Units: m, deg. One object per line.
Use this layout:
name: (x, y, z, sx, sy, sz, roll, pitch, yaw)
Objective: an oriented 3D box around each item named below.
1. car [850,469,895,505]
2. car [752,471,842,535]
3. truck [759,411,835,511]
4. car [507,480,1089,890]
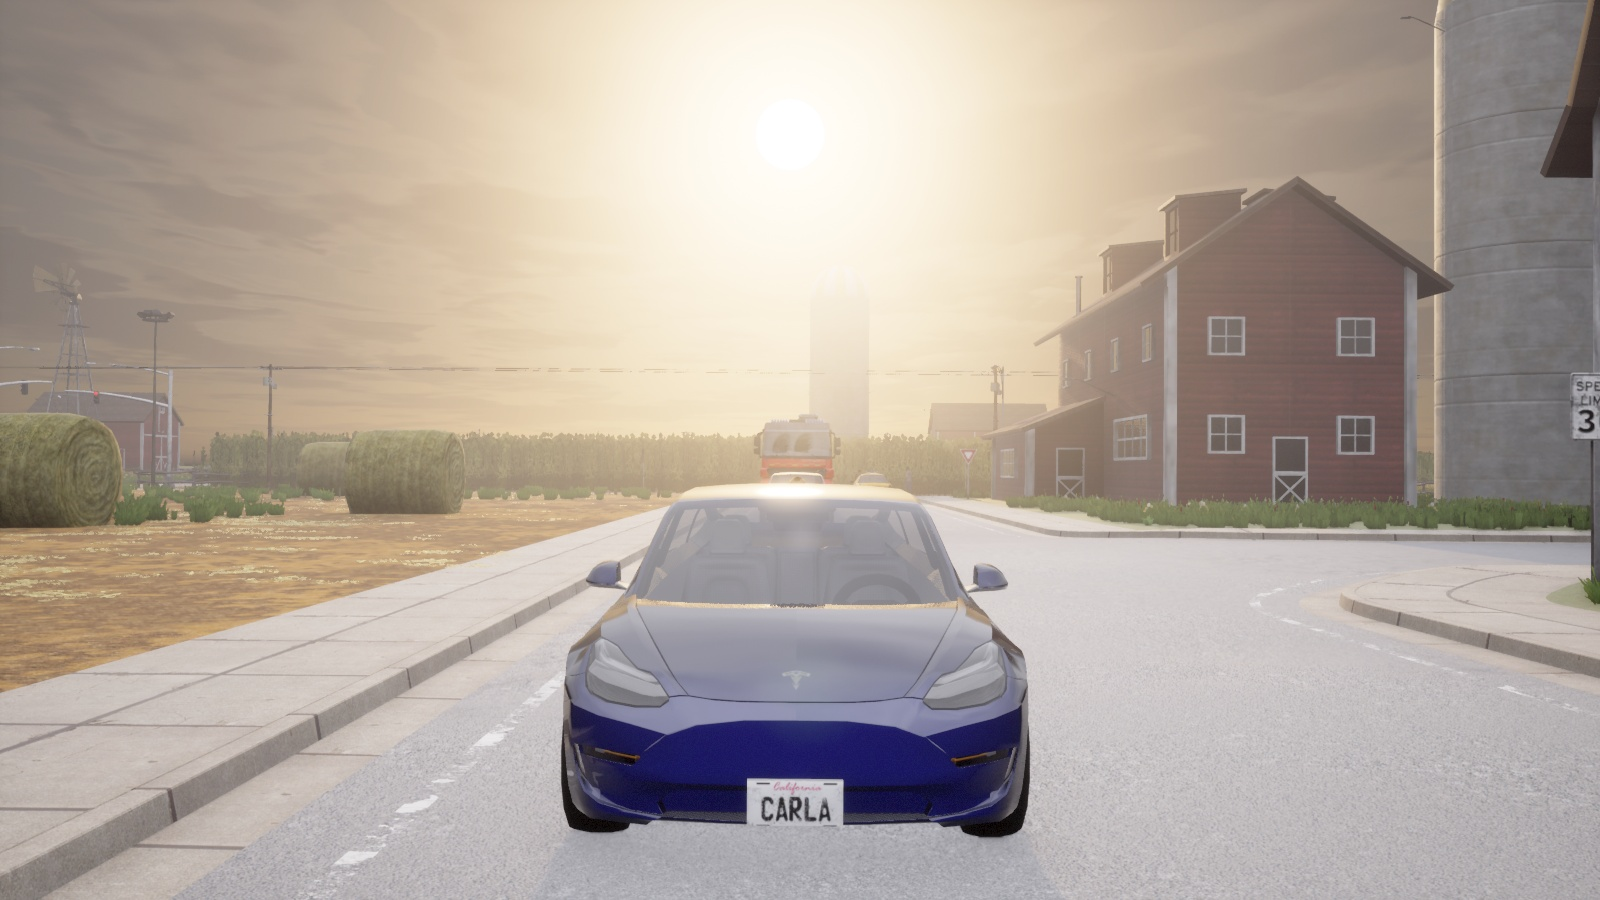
car: (3.367, 1.699, 58.910, 1.801, 1.575, 5.366, 0, -1, 0)
car: (-0.070, 1.286, 32.044, 2.128, 1.511, 4.902, 0, -1, 0)
truck: (-0.111, 0.483, 51.939, 2.891, 3.827, 8.468, 0, -1, 0)
car: (-0.010, 0.931, 7.078, 2.163, 1.488, 4.792, 0, -1, 0)
